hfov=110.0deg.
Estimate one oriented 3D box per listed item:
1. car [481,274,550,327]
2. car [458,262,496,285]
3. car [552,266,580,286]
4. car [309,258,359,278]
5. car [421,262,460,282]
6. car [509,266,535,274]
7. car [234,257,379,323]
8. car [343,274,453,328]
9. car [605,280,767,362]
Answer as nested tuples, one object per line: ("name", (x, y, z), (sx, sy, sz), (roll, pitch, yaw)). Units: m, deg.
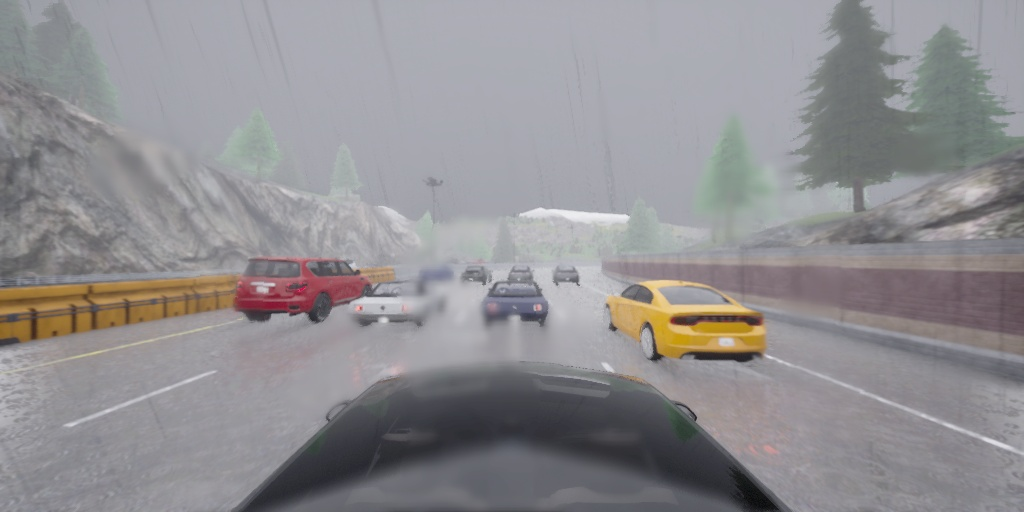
("car", (0.124, 1.449, 11.973), (1.895, 1.301, 4.718), (0, -1, 0))
("car", (-2.726, 1.507, 28.692), (1.837, 1.490, 4.892), (0, 0, 5))
("car", (4.285, 1.509, 28.614), (2.128, 1.511, 4.902), (0, -1, 5))
("car", (-19.292, 1.286, 39.270), (2.150, 2.045, 5.566), (0, -1, 8))
("car", (-6.098, 1.486, 30.214), (1.882, 1.535, 5.008), (0, -1, 5))
("car", (0.780, 1.501, 28.627), (2.128, 1.511, 4.902), (0, -1, 5))
("car", (-6.869, 1.060, 12.606), (2.150, 2.045, 5.566), (0, -1, 0))
("car", (-3.377, 1.439, 11.718), (1.895, 1.301, 4.718), (0, -1, 0))
("car", (3.596, 1.300, 8.460), (1.882, 1.535, 5.008), (0, 0, 0))
